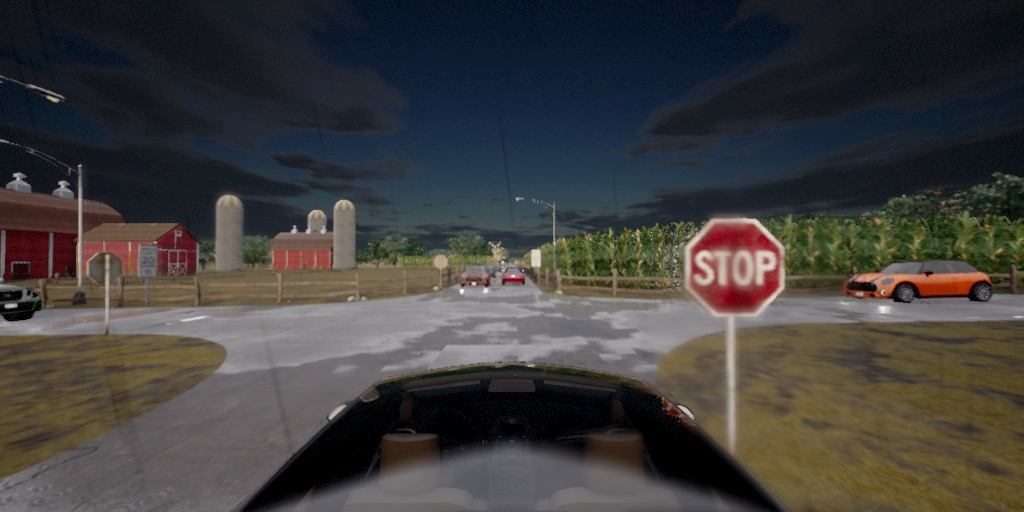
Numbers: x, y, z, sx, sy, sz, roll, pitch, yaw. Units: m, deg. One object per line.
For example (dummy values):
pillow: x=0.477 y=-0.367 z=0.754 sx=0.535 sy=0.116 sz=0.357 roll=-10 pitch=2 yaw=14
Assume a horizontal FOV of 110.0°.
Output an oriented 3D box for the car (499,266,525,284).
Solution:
car: x=0.128 y=1.712 z=32.119 sx=1.994 sy=1.385 sz=4.181 roll=0 pitch=-1 yaw=0

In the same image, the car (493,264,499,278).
car: x=-2.810 y=1.778 z=41.287 sx=1.837 sy=1.490 sz=4.892 roll=0 pitch=-1 yaw=0

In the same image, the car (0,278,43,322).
car: x=-19.772 y=1.380 z=12.192 sx=5.566 sy=2.045 sz=2.150 roll=-1 pitch=-1 yaw=0

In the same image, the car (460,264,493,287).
car: x=-2.784 y=1.449 z=28.036 sx=2.097 sy=1.767 sz=4.553 roll=0 pitch=-1 yaw=-1

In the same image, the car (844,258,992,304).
car: x=16.858 y=0.985 z=15.092 sx=4.553 sy=1.767 sz=2.097 roll=-1 pitch=-1 yaw=0
